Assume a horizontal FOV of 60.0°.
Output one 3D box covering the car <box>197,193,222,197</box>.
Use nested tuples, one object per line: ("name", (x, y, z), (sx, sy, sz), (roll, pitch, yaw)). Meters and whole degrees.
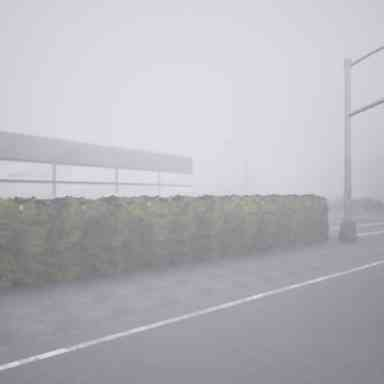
("car", (3.411, 1.042, 70.749), (4.605, 1.855, 1.932), (0, 0, -36))

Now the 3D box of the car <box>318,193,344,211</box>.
("car", (16.841, 1.271, 38.087), (5.027, 1.636, 2.152), (0, 0, -36))

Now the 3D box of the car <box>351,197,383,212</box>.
("car", (18.734, 1.279, 35.585), (4.514, 1.523, 2.007), (0, 0, -36))

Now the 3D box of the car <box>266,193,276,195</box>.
("car", (19.298, 1.062, 78.471), (5.027, 1.636, 2.152), (0, 0, -36))

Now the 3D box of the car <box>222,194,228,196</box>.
("car", (7.399, 1.226, 82.260), (4.514, 1.523, 2.007), (0, 0, -36))
